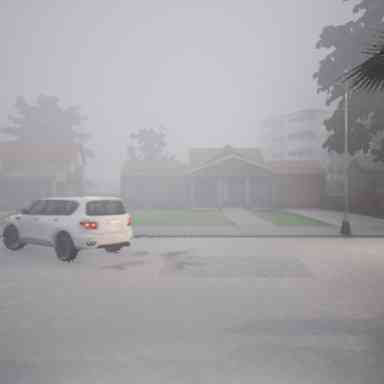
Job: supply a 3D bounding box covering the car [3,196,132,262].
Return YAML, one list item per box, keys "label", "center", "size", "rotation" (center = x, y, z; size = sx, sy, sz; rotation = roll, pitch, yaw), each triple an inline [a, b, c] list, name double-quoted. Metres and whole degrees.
- label: "car"
  center: [-4.645, 1.166, 12.162]
  size: [5.566, 2.045, 2.150]
  rotation: [0, -1, 36]
